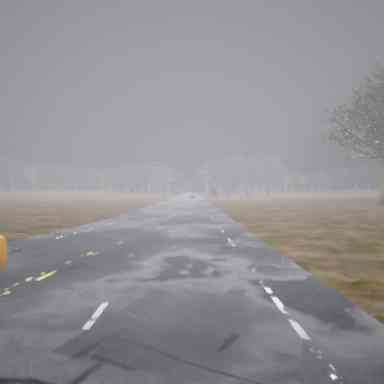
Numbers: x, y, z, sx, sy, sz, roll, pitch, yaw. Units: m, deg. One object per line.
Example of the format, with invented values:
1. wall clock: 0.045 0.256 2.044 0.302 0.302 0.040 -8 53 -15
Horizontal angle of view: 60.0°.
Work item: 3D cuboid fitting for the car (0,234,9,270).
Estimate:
1. car: -5.973 1.479 6.733 1.882 1.535 5.008 0 0 6
